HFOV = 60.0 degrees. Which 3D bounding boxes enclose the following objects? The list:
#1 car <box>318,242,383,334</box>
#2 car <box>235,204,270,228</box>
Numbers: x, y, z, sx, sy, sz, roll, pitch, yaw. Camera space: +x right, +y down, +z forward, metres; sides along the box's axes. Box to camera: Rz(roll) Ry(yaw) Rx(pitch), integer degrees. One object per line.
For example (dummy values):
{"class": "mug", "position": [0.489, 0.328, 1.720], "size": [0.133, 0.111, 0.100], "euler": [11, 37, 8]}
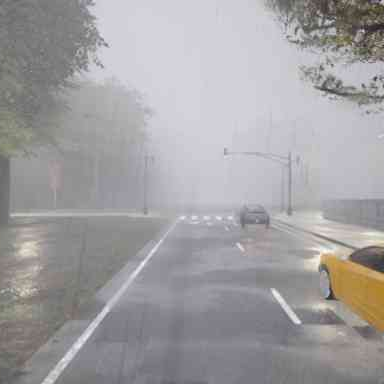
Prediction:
{"class": "car", "position": [3.695, 1.527, 5.421], "size": [1.882, 1.535, 5.008], "euler": [0, 0, 1]}
{"class": "car", "position": [4.093, 1.605, 22.997], "size": [2.128, 1.511, 4.902], "euler": [0, 0, 1]}
